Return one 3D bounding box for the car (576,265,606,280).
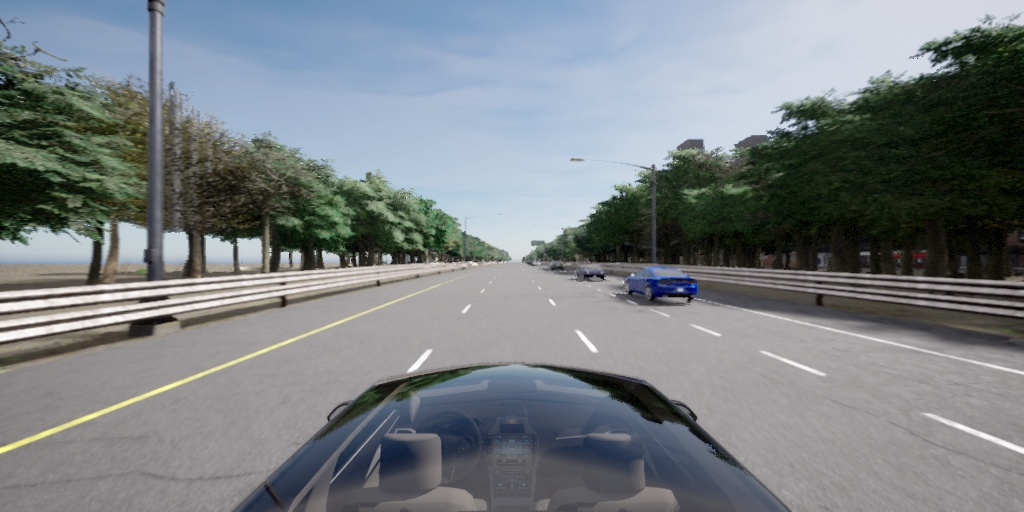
[{"bbox_3d":[7.056,1.484,32.687,1.895,1.301,4.718,0,0,0],"label":"car"}]

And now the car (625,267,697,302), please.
[{"bbox_3d":[7.016,1.269,17.417,1.882,1.535,5.008,0,0,0],"label":"car"}]

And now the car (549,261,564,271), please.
[{"bbox_3d":[7.182,1.528,58.076,2.097,1.767,4.553,0,-1,0],"label":"car"}]
